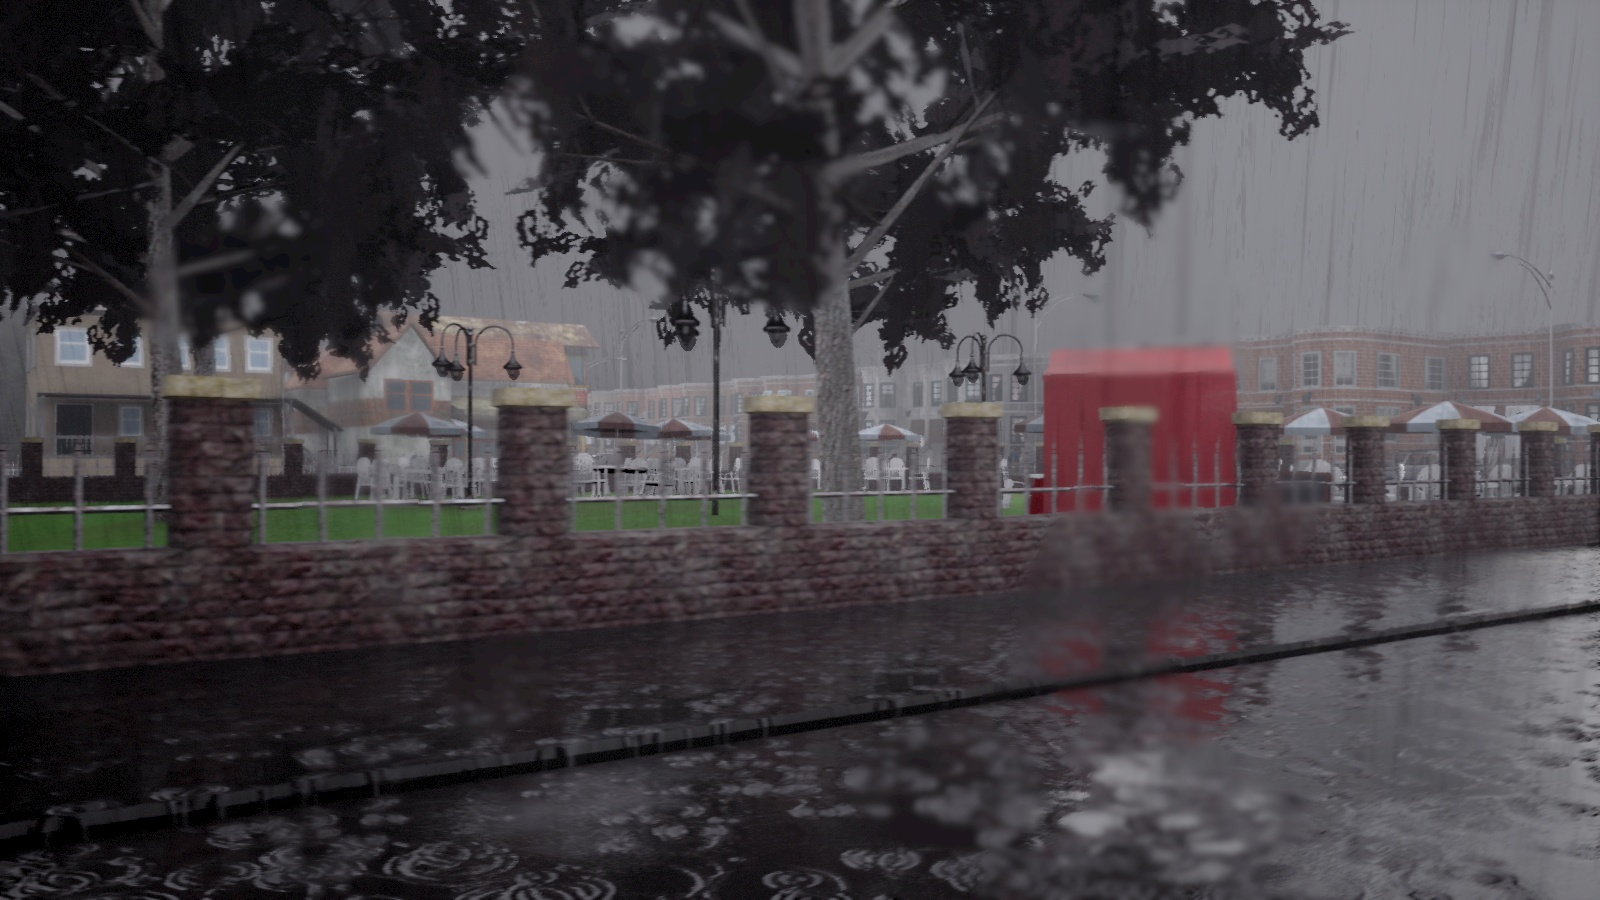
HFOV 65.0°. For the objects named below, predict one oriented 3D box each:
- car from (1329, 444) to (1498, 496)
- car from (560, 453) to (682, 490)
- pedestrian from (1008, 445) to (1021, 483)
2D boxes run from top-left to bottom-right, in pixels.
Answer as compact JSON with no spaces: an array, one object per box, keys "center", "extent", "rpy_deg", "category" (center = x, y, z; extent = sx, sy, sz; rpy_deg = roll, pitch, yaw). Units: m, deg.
[{"center":[20.696,0.650,42.542],"extent":[2.242,1.667,4.611],"rpy_deg":[0,0,-35],"category":"car"},{"center":[-7.668,0.899,54.046],"extent":[4.892,1.490,1.837],"rpy_deg":[0,0,-35],"category":"car"},{"center":[10.220,0.660,59.809],"extent":[0.370,1.835,0.726],"rpy_deg":[0,0,35],"category":"pedestrian"}]
